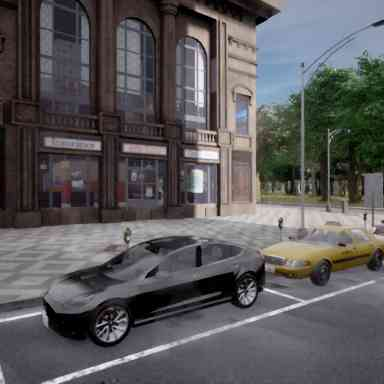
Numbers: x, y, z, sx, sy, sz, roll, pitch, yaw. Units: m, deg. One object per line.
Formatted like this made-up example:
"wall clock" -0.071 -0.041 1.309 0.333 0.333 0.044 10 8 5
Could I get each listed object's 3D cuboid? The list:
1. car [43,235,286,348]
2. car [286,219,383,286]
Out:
"car" -0.459 1.566 6.324 4.313 1.339 1.947 0 0 -36
"car" 3.829 1.525 9.384 4.829 1.417 1.752 0 0 -36
